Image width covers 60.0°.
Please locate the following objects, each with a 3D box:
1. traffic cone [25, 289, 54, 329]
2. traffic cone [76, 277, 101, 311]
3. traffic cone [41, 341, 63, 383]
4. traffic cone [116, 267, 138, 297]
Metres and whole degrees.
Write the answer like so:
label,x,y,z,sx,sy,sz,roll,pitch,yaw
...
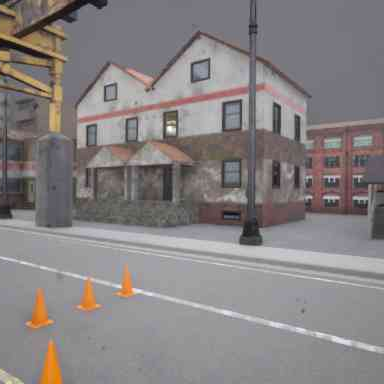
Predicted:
label,x,y,z,sx,sy,sz,roll,pitch,yaw
traffic cone,-2.596,1.948,5.664,0.340,0.580,0.340,0,0,36
traffic cone,-2.011,1.948,6.475,0.340,0.580,0.340,0,0,36
traffic cone,-1.558,1.952,3.683,0.340,0.580,0.340,0,0,36
traffic cone,-1.426,1.948,7.286,0.340,0.580,0.340,0,0,36
